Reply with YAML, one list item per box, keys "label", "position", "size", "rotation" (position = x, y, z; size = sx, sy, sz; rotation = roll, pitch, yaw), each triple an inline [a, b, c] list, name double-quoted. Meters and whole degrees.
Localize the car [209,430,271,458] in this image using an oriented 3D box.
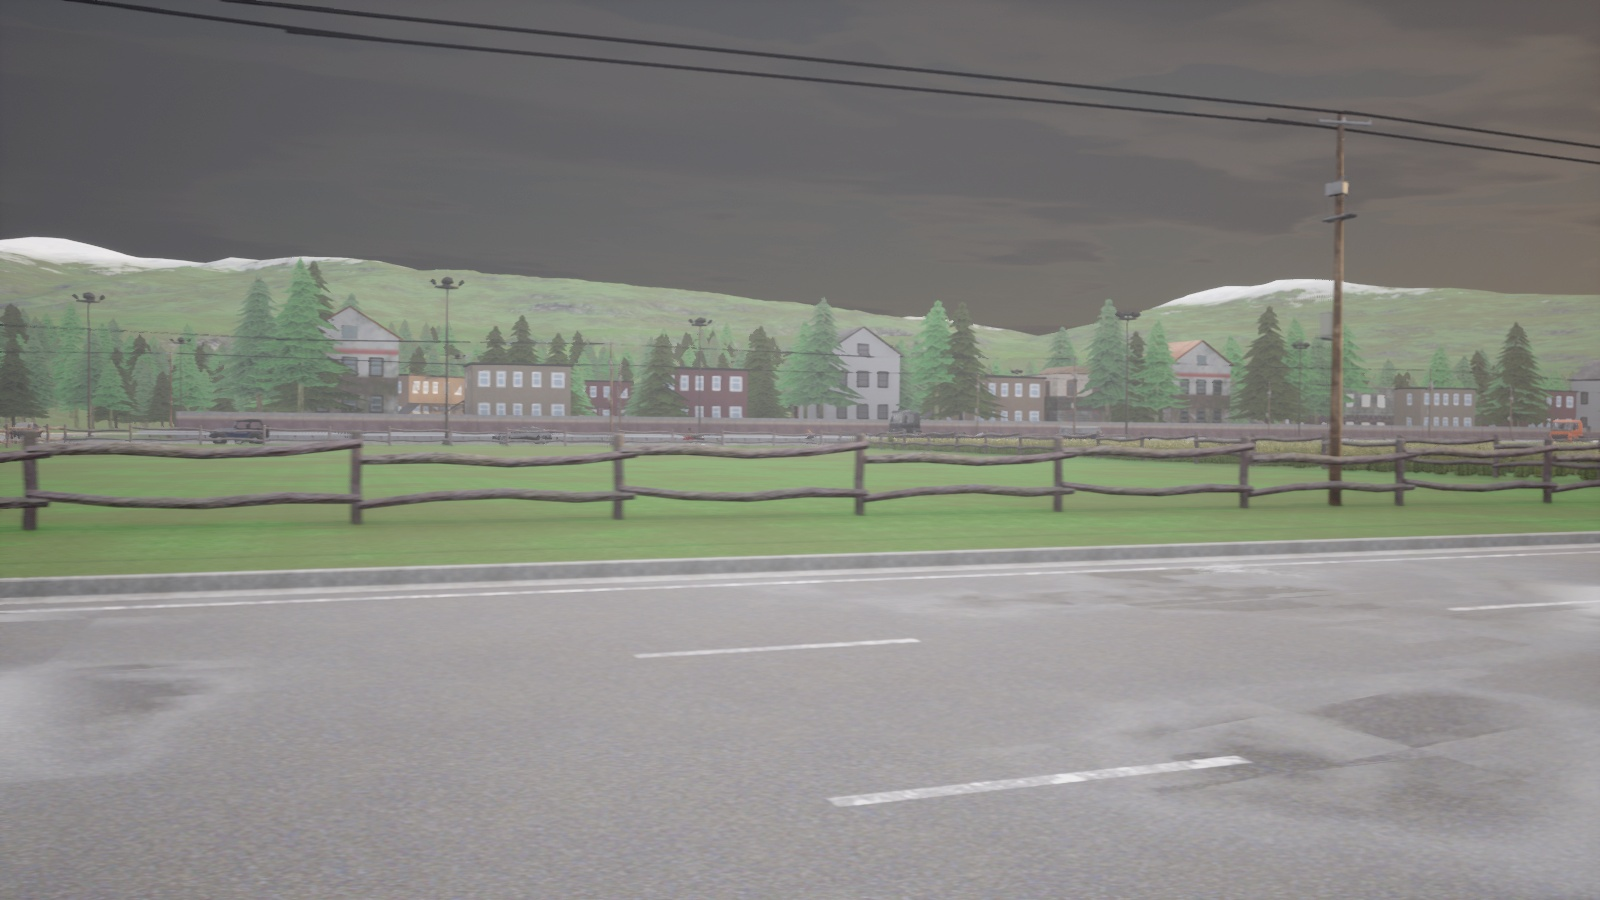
- label: "car"
  position: [-39.300, -0.407, 88.187]
  size: [3.866, 1.878, 1.905]
  rotation: [-1, 1, -21]
